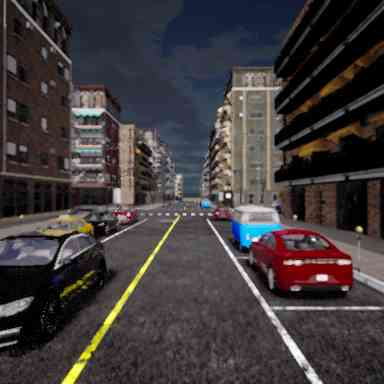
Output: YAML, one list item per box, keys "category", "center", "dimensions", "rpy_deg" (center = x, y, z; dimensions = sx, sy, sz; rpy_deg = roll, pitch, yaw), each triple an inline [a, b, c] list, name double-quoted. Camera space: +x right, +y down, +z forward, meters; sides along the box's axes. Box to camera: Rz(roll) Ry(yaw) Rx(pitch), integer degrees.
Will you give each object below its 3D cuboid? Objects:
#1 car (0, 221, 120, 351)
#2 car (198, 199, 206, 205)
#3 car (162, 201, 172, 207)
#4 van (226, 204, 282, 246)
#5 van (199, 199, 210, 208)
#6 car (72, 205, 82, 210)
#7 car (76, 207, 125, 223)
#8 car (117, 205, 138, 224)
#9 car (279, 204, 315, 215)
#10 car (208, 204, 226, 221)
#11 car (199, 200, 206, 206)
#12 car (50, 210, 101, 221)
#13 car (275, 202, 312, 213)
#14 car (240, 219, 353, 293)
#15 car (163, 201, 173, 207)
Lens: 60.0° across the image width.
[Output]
- category: "car"
  center: [-3.096, 1.582, 6.664]
  dimensions: [2.128, 1.511, 4.902]
  rpy_deg: [0, -1, 0]
- category: "car"
  center: [2.723, 2.855, 91.706]
  dimensions: [1.967, 1.590, 4.097]
  rpy_deg: [-1, -1, 0]
- category: "car"
  center: [-5.807, 2.710, 75.198]
  dimensions: [1.802, 1.307, 4.206]
  rpy_deg: [-1, -1, 0]
- category: "van"
  center: [2.691, 1.541, 14.775]
  dimensions: [1.690, 1.788, 3.998]
  rpy_deg: [0, -1, 0]
- category: "van"
  center: [2.843, 2.375, 69.652]
  dimensions: [1.690, 1.788, 3.998]
  rpy_deg: [-1, -1, 0]
- category: "car"
  center: [-17.712, 2.138, 46.946]
  dimensions: [4.206, 1.307, 1.802]
  rpy_deg: [1, -1, 0]
- category: "car"
  center: [-5.685, 1.845, 20.463]
  dimensions: [1.947, 1.339, 4.313]
  rpy_deg: [0, -1, 0]
- category: "car"
  center: [-5.725, 1.826, 27.976]
  dimensions: [1.967, 1.590, 4.097]
  rpy_deg: [0, -1, 0]
- category: "car"
  center: [14.741, 2.415, 46.867]
  dimensions: [4.507, 1.381, 1.887]
  rpy_deg: [1, -1, 0]
- category: "car"
  center: [2.808, 2.022, 31.751]
  dimensions: [1.802, 1.307, 4.206]
  rpy_deg: [-1, -1, 0]
- category: "car"
  center: [2.722, 2.844, 86.352]
  dimensions: [1.752, 1.417, 4.829]
  rpy_deg: [-1, -1, 0]
- category: "car"
  center: [-5.688, 1.724, 14.633]
  dimensions: [1.752, 1.417, 4.829]
  rpy_deg: [0, -1, 0]
- category: "car"
  center: [15.087, 2.311, 49.558]
  dimensions: [5.008, 1.535, 1.882]
  rpy_deg: [1, 0, 0]
- category: "car"
  center: [2.690, 1.667, 9.112]
  dimensions: [1.887, 1.381, 4.507]
  rpy_deg: [0, -1, 0]
- category: "car"
  center: [-5.804, 2.788, 80.719]
  dimensions: [1.947, 1.339, 4.313]
  rpy_deg: [-1, -1, 0]
